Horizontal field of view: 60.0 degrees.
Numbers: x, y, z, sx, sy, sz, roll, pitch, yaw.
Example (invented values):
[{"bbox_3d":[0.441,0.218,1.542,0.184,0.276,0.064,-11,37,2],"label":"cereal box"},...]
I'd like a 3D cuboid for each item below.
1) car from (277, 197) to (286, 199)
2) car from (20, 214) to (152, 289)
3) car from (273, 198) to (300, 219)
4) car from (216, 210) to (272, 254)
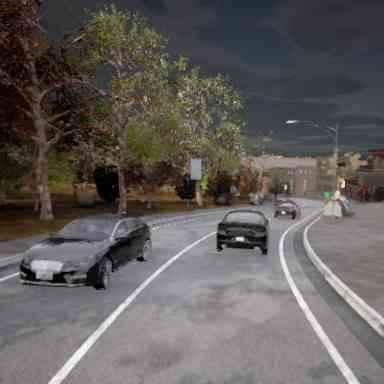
[{"bbox_3d":[13.461,1.510,49.483,1.882,1.535,5.008,3,1,25],"label":"car"},{"bbox_3d":[-2.536,1.408,9.131,2.128,1.511,4.902,1,1,10],"label":"car"},{"bbox_3d":[8.804,1.622,30.603,1.812,1.442,4.674,3,1,25],"label":"car"},{"bbox_3d":[2.250,1.478,13.857,1.882,1.535,5.008,2,0,14],"label":"car"}]
